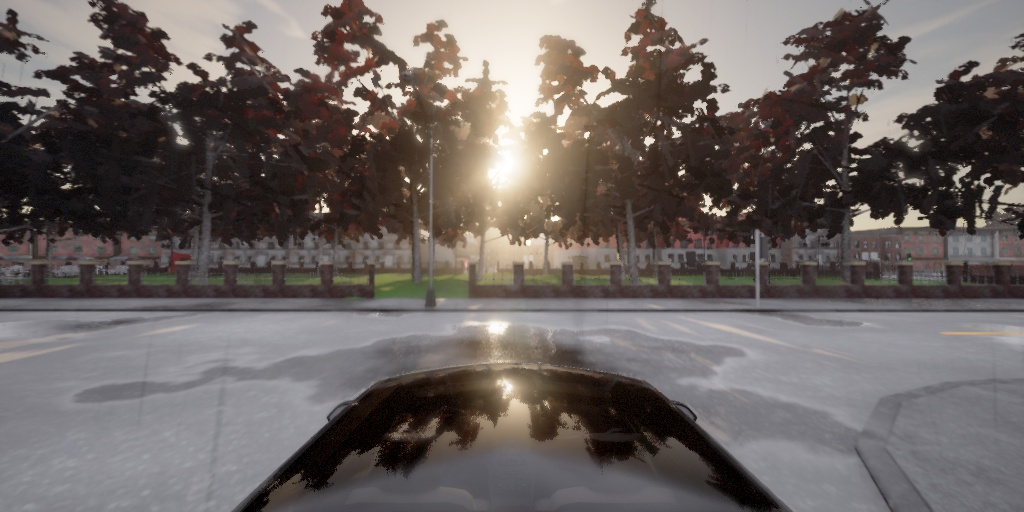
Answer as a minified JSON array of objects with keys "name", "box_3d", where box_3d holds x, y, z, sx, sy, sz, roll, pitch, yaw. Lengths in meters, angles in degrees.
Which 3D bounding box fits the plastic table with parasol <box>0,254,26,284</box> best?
[{"name":"plastic table with parasol","box_3d":[-39.239,0.975,26.960,2.482,2.480,2.482,0,0,-40]}]

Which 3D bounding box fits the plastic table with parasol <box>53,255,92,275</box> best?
[{"name":"plastic table with parasol","box_3d":[-49.795,1.114,40.365,2.482,2.480,2.482,0,0,-38]}]

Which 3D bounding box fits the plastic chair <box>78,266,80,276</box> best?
[{"name":"plastic chair","box_3d":[-48.952,1.718,41.188,0.730,1.272,0.750,0,0,-44]}]

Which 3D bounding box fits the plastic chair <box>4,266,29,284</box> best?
[{"name":"plastic chair","box_3d":[-38.242,1.587,27.695,0.730,1.272,0.750,0,0,-40]}]

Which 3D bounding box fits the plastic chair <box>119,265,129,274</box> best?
[{"name":"plastic chair","box_3d":[-47.448,1.829,44.215,0.750,1.272,0.730,0,0,-35]}]

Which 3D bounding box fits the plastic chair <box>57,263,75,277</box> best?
[{"name":"plastic chair","box_3d":[-49.090,1.686,39.473,0.750,1.272,0.730,0,0,-38]}]
